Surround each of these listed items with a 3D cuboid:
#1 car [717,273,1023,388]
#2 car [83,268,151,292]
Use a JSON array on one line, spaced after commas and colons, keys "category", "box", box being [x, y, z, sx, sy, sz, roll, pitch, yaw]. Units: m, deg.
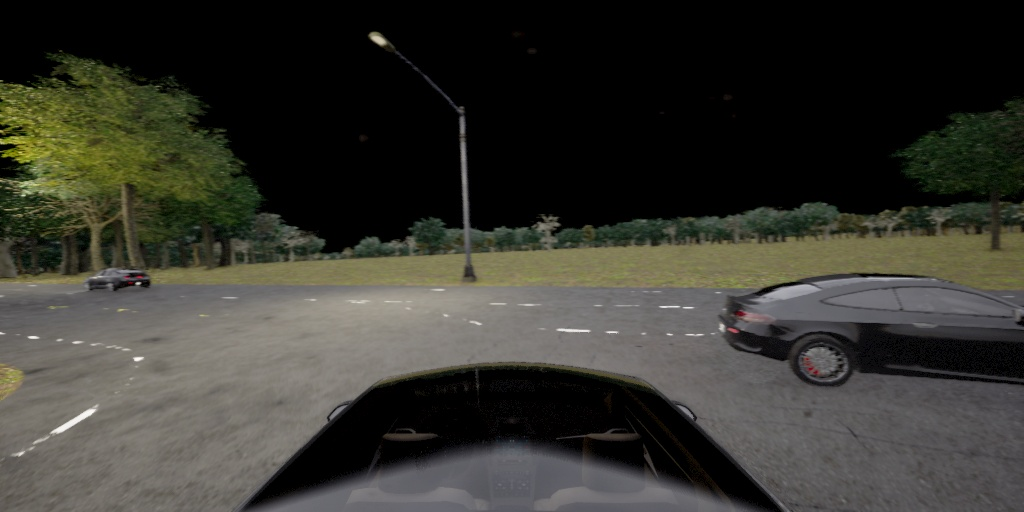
[{"category": "car", "box": [5.622, 0.978, 5.123, 4.674, 1.442, 1.812, -1, 2, 20]}, {"category": "car", "box": [-27.005, 1.614, 24.524, 4.892, 1.490, 1.837, -1, 2, 20]}]
